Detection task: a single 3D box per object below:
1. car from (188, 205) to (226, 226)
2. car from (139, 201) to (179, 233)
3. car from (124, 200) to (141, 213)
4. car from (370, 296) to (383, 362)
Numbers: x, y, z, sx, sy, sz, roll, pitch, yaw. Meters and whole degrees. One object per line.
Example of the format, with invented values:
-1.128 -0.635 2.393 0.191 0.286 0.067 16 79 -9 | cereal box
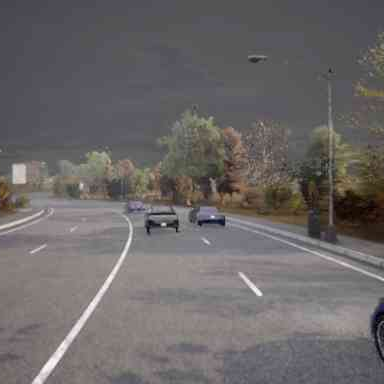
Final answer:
0.959 1.596 23.530 1.994 1.385 4.181 0 0 -11 | car
-1.942 1.525 20.163 2.128 1.511 4.902 0 0 -10 | car
-6.525 1.617 37.815 2.033 1.411 5.357 0 0 -19 | car
3.417 1.517 2.673 1.812 1.442 4.674 0 0 -1 | car
